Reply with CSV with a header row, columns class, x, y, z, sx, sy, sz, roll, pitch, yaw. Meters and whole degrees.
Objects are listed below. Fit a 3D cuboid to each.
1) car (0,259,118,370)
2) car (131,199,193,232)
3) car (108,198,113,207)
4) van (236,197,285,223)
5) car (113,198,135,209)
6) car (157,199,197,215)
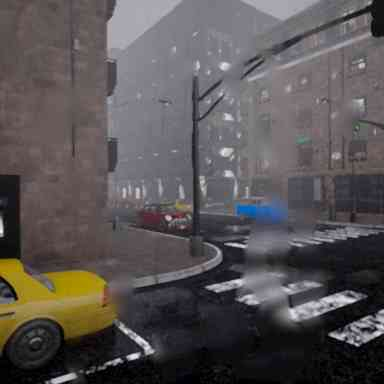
class,x,y,z,sx,sy,sz,roll,pitch,yaw
car,-3.402,1.526,4.138,4.829,1.417,1.752,0,0,-36
car,-1.703,1.436,20.138,1.967,1.590,4.097,0,0,-36
car,-11.553,1.455,47.949,1.887,1.381,4.507,-1,0,-36
van,5.087,1.272,25.048,1.690,1.788,3.998,0,0,-36
car,-8.225,1.455,43.369,1.887,1.381,4.507,-1,0,-36
car,-1.669,1.441,34.347,1.752,1.417,4.829,-1,0,-36
